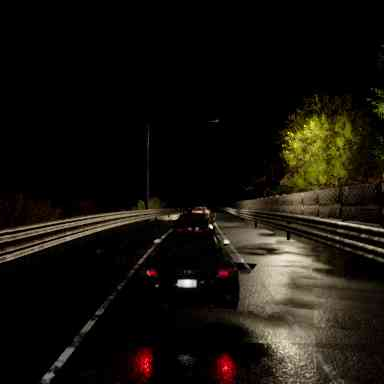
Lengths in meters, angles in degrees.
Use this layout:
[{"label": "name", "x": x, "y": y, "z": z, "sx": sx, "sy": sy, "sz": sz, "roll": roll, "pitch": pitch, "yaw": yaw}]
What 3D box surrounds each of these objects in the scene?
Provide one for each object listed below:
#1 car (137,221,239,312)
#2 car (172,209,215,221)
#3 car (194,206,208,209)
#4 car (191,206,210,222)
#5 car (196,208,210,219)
[{"label": "car", "x": -0.011, "y": 1.622, "z": 7.923, "sx": 1.994, "sy": 1.385, "sz": 4.181, "roll": 0, "pitch": -1, "yaw": 2}, {"label": "car", "x": 0.075, "y": 1.734, "z": 15.636, "sx": 1.837, "sy": 1.490, "sz": 4.892, "roll": 0, "pitch": -1, "yaw": 1}, {"label": "car", "x": 0.391, "y": 2.173, "z": 27.582, "sx": 2.128, "sy": 1.511, "sz": 4.902, "roll": 0, "pitch": -2, "yaw": 2}, {"label": "car", "x": 1.020, "y": 2.490, "z": 38.297, "sx": 2.097, "sy": 1.767, "sz": 4.553, "roll": 0, "pitch": -2, "yaw": 3}, {"label": "car", "x": 1.642, "y": 3.014, "z": 47.648, "sx": 1.882, "sy": 1.535, "sz": 5.008, "roll": 0, "pitch": -2, "yaw": 4}]
